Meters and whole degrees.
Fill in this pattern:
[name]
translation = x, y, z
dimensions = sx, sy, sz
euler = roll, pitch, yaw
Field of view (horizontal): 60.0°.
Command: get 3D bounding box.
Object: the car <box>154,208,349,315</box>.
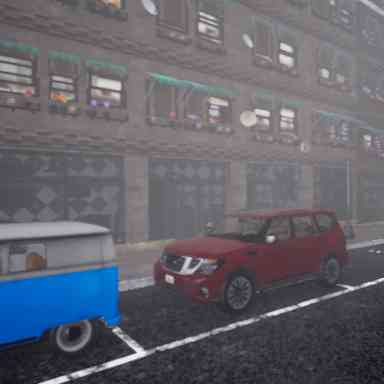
[car]
translation = 1.626, 1.331, 7.748
dimensions = 5.009, 1.841, 2.192
euler = 0, -1, -35

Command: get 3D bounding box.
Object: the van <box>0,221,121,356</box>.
[van]
translation = -2.968, 1.342, 4.437
dimensions = 3.998, 1.788, 1.690
euler = 0, -1, -35
